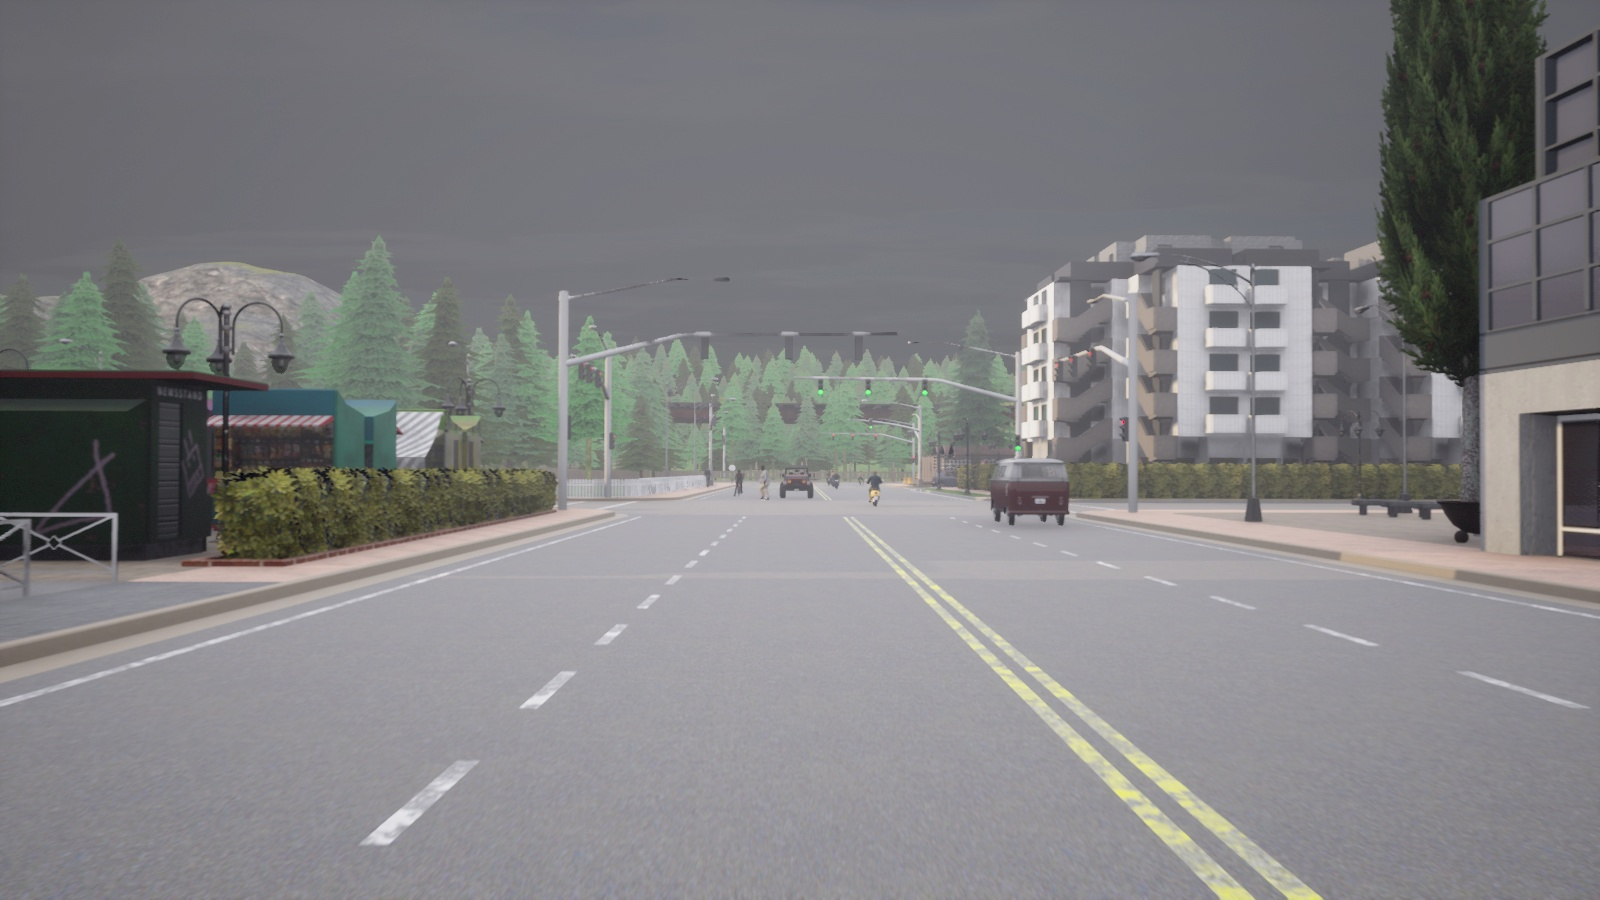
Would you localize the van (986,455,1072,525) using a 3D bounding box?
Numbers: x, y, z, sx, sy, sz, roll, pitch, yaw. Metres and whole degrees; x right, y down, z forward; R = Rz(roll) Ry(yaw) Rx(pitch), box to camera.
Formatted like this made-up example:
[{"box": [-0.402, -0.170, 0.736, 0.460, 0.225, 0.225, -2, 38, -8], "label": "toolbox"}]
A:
[{"box": [6.905, 1.180, 38.266, 1.775, 1.987, 4.442, 0, -1, 0], "label": "van"}]

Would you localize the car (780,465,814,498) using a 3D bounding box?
[{"box": [-0.180, 1.836, 73.179, 1.905, 1.878, 3.866, 0, -1, 0], "label": "car"}]

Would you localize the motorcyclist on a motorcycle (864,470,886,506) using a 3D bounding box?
[{"box": [3.362, 1.702, 56.616, 0.866, 1.590, 1.817, 0, -1, 0], "label": "motorcyclist on a motorcycle"}]

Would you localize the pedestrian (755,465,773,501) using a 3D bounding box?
[{"box": [-1.890, 1.710, 65.444, 0.900, 1.855, 0.874, 0, -1, 1], "label": "pedestrian"}]
